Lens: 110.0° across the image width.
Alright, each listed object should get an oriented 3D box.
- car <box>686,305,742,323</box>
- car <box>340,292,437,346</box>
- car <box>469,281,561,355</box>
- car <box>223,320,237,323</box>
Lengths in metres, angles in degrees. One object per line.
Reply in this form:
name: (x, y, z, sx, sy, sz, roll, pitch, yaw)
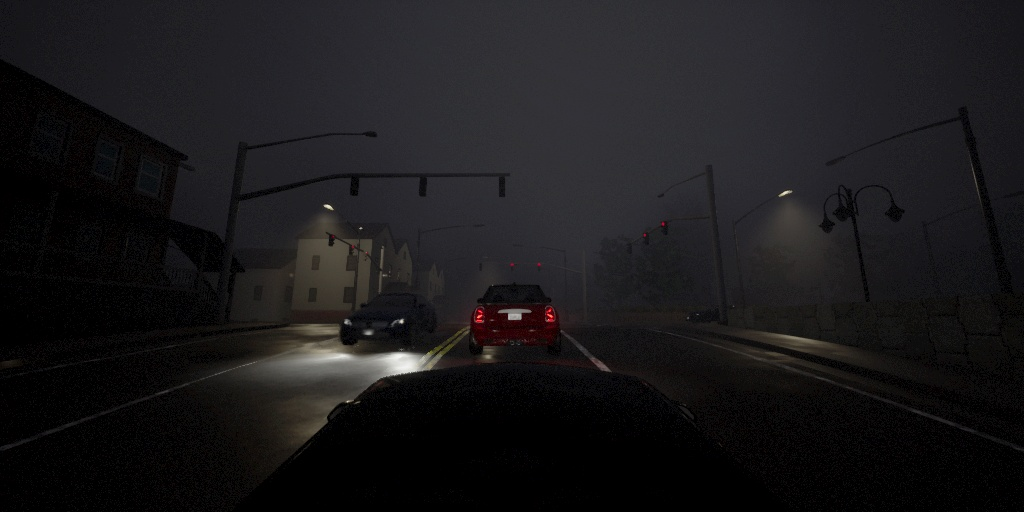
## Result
car: (16.324, 4.619, 28.248, 4.902, 1.511, 2.128, 0, -10, 1)
car: (-3.588, 1.869, 11.309, 1.812, 1.442, 4.674, 0, -6, 0)
car: (0.066, 1.563, 10.027, 2.097, 1.767, 4.553, -1, -6, 0)
car: (-19.880, 5.149, 24.875, 5.008, 1.535, 1.882, -9, -10, 0)
